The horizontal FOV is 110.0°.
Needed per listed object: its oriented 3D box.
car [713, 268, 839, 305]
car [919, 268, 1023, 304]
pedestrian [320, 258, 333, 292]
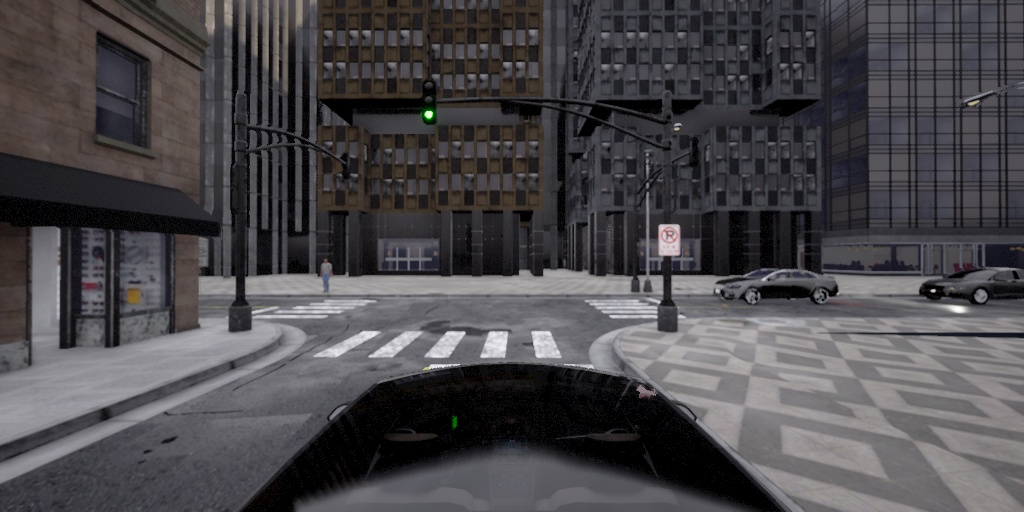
[{"bbox_3d":[11.637,1.302,15.998,4.902,1.511,2.128,0,0,0],"label":"car"},{"bbox_3d":[21.156,1.301,15.931,4.892,1.490,1.837,0,0,1],"label":"car"},{"bbox_3d":[-9.926,1.001,19.180,0.375,1.860,0.375,0,0,0],"label":"pedestrian"}]
